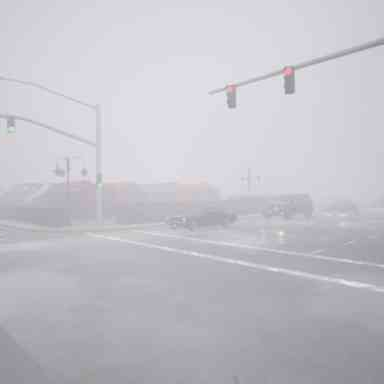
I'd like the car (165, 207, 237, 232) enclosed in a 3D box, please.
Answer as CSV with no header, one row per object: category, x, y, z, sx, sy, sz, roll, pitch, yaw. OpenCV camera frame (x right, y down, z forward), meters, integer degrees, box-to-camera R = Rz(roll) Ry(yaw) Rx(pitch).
car,0.611,1.617,20.661,4.718,1.301,1.895,0,0,-44

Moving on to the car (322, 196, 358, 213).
car,16.004,1.441,35.252,4.674,1.442,1.812,0,0,-43

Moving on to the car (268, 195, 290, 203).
car,17.464,1.450,66.558,1.970,1.475,3.806,0,0,-43

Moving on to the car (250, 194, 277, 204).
car,13.423,1.235,62.711,1.932,1.855,4.605,0,0,-43

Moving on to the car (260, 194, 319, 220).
car,8.065,1.190,27.738,5.566,2.045,2.150,0,0,-43

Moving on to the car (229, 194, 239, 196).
car,11.359,1.555,81.526,1.970,1.475,3.806,0,0,-43

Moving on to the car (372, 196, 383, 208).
car,25.704,1.344,44.394,4.902,1.511,2.128,0,0,-43
